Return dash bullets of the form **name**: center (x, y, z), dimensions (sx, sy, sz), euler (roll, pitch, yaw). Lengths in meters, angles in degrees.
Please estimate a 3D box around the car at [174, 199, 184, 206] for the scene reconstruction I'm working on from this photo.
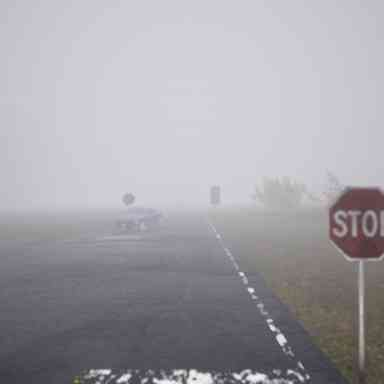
- **car**: center (-2.593, 2.051, 66.165), dimensions (1.882, 1.535, 5.008), euler (0, 0, 0)

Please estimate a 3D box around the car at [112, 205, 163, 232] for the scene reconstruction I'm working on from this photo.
- **car**: center (-3.399, 1.676, 21.807), dimensions (1.882, 1.535, 5.008), euler (2, 0, 14)
